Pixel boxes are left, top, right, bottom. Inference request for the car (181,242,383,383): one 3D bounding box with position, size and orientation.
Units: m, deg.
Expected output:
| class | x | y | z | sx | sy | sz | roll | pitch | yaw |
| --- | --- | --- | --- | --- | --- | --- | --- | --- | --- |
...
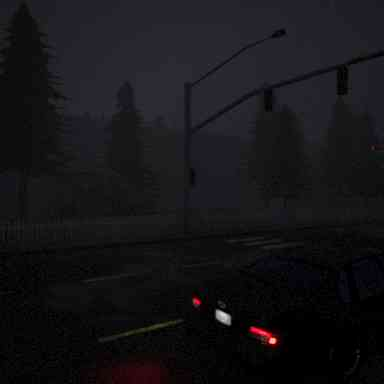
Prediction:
| class | x | y | z | sx | sy | sz | roll | pitch | yaw |
| --- | --- | --- | --- | --- | --- | --- | --- | --- | --- |
| car | 2.462 | 1.565 | 5.404 | 5.357 | 1.411 | 2.033 | 0 | 0 | -34 |
